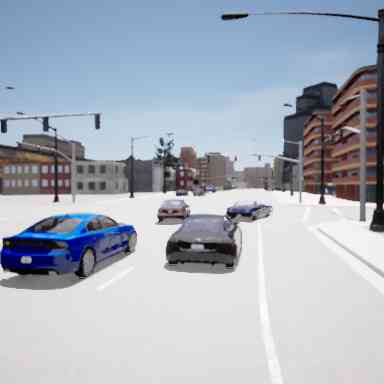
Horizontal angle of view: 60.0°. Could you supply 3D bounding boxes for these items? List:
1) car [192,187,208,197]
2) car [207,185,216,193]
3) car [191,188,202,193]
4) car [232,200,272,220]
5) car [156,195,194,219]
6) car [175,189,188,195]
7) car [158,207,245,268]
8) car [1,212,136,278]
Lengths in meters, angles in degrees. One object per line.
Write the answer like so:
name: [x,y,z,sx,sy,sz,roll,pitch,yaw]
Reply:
car: [1.375,0.121,66.180,1.837,1.490,4.892,0,2,12]
car: [4.600,-0.760,82.362,2.150,2.045,5.566,0,2,11]
car: [1.156,-0.393,82.997,1.895,1.301,4.718,0,2,11]
car: [4.242,1.227,23.775,1.895,1.301,4.718,1,1,30]
car: [-1.202,1.192,22.702,2.033,1.411,5.357,0,1,3]
car: [-2.065,0.171,66.812,1.994,1.385,4.181,0,2,12]
car: [0.540,1.398,10.797,1.994,1.385,4.181,0,1,11]
car: [-3.217,1.328,9.820,1.882,1.535,5.008,0,1,11]
